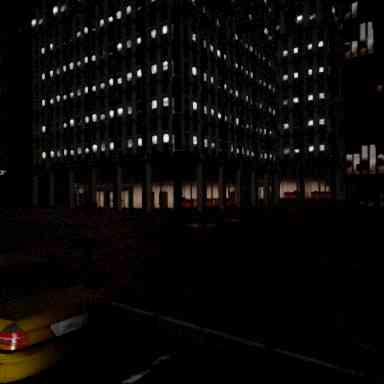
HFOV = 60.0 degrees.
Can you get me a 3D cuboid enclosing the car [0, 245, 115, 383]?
[{"bbox_3d":[-3.299,1.517,5.241,4.829,1.417,1.752,0,-1,36],"label":"car"}]
